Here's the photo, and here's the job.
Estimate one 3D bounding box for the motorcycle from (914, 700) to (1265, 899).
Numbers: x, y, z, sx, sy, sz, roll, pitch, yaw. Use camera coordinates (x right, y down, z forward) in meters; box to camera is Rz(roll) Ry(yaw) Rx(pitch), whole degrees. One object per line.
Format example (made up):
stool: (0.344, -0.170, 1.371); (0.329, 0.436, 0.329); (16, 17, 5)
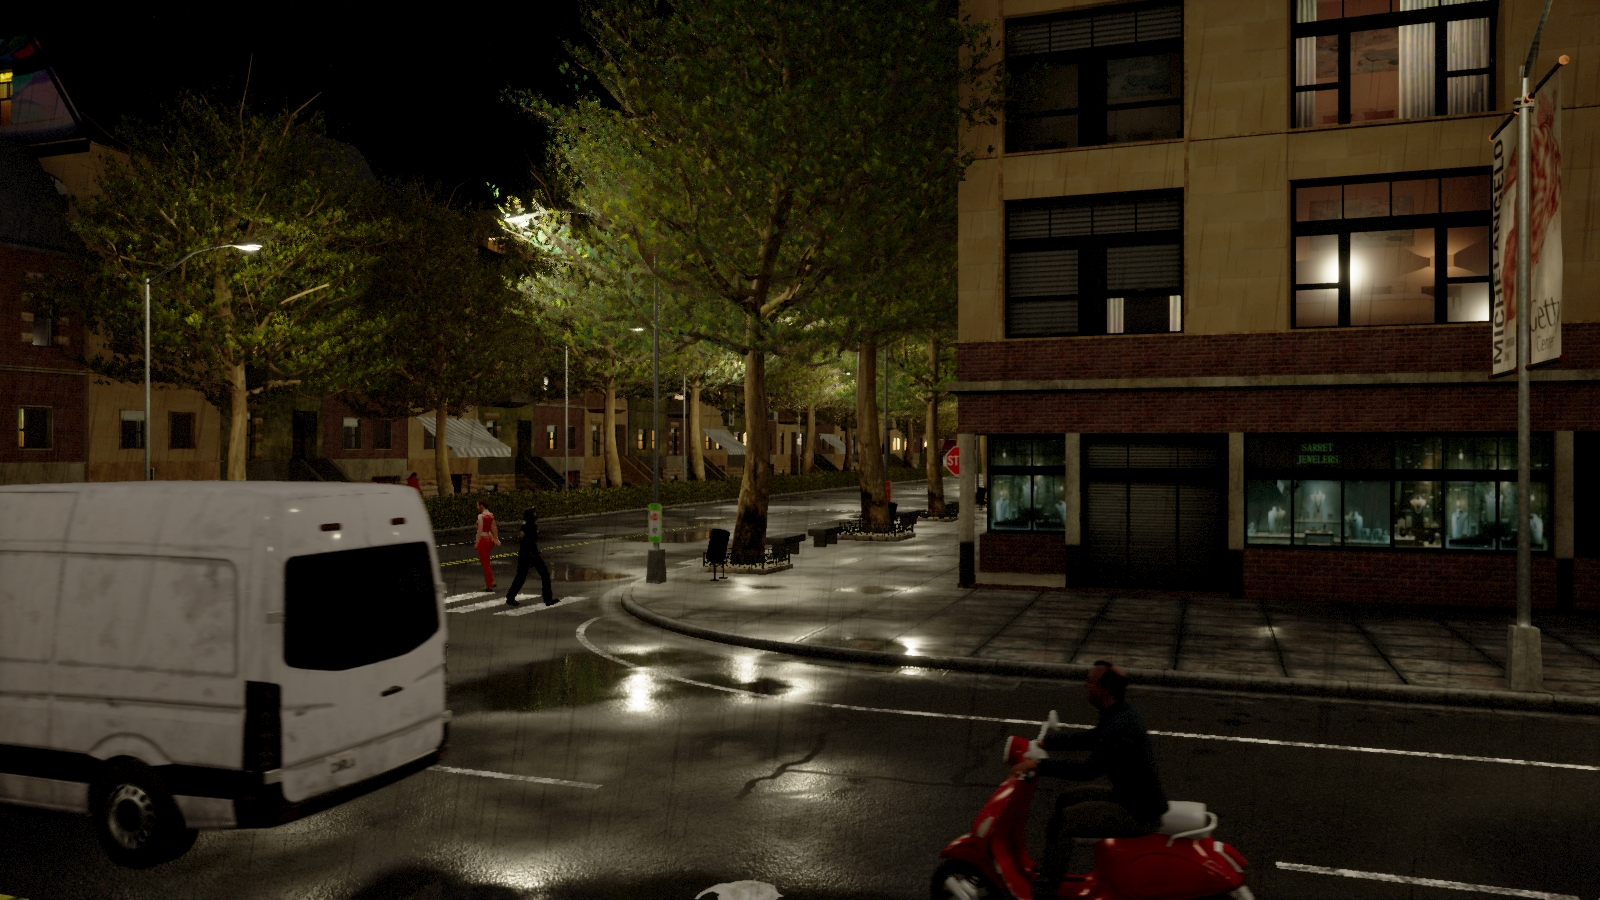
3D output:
motorcycle: (1.627, 2.182, 6.423); (1.805, 1.236, 0.856); (0, 0, 20)

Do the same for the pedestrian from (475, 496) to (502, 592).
pedestrian: (-6.135, 1.849, 22.524); (0.375, 1.860, 0.375); (0, 0, 19)

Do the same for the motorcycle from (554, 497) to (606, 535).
motorcycle: (-7.410, 2.213, 38.544); (0.803, 1.145, 2.033); (0, 0, 20)

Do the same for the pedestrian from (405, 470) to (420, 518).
pedestrian: (-15.106, 1.696, 44.526); (0.375, 1.860, 0.375); (0, 0, 20)

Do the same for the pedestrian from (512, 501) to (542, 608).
pedestrian: (-4.848, 1.849, 20.315); (0.375, 1.860, 0.375); (0, 0, 20)

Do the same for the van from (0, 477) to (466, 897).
van: (-5.768, 1.534, 9.148); (5.915, 2.561, 1.988); (0, 0, 20)
